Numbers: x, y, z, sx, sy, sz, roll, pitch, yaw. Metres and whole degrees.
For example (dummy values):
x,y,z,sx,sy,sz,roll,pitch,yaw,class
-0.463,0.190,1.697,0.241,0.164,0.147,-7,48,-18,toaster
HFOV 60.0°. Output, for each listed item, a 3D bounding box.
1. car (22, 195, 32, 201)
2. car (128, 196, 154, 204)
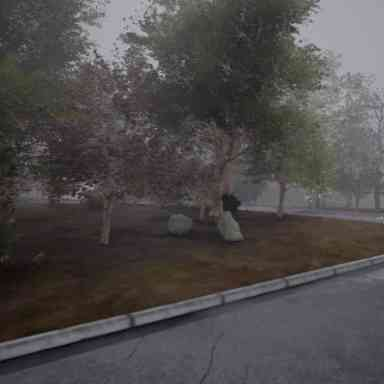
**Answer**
x,y,z,sx,sy,sz,roll,pitch,yaw,class
-20.625,0.544,36.534,5.357,1.411,2.033,1,-1,-35,car
-6.482,0.474,43.375,5.566,2.045,2.150,0,0,5,car
